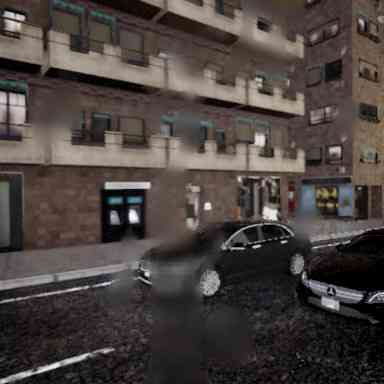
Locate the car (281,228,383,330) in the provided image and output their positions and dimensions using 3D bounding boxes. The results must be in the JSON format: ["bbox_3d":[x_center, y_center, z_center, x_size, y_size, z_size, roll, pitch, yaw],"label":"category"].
[{"bbox_3d":[4.069,1.478,6.581,4.674,1.442,1.812,0,0,-35],"label":"car"}]

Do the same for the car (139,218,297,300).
[{"bbox_3d":[1.040,1.467,8.414,4.892,1.490,1.837,0,0,-35],"label":"car"}]
